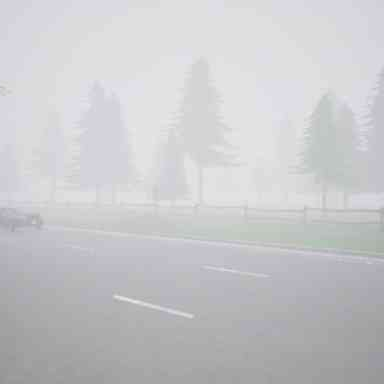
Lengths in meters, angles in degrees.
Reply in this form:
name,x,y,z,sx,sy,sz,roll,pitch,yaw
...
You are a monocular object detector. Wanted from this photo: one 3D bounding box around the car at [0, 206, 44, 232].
name,x,y,z,sx,sy,sz,roll,pitch,yaw
car,-10.917,1.584,20.381,4.674,1.442,1.812,0,0,35
